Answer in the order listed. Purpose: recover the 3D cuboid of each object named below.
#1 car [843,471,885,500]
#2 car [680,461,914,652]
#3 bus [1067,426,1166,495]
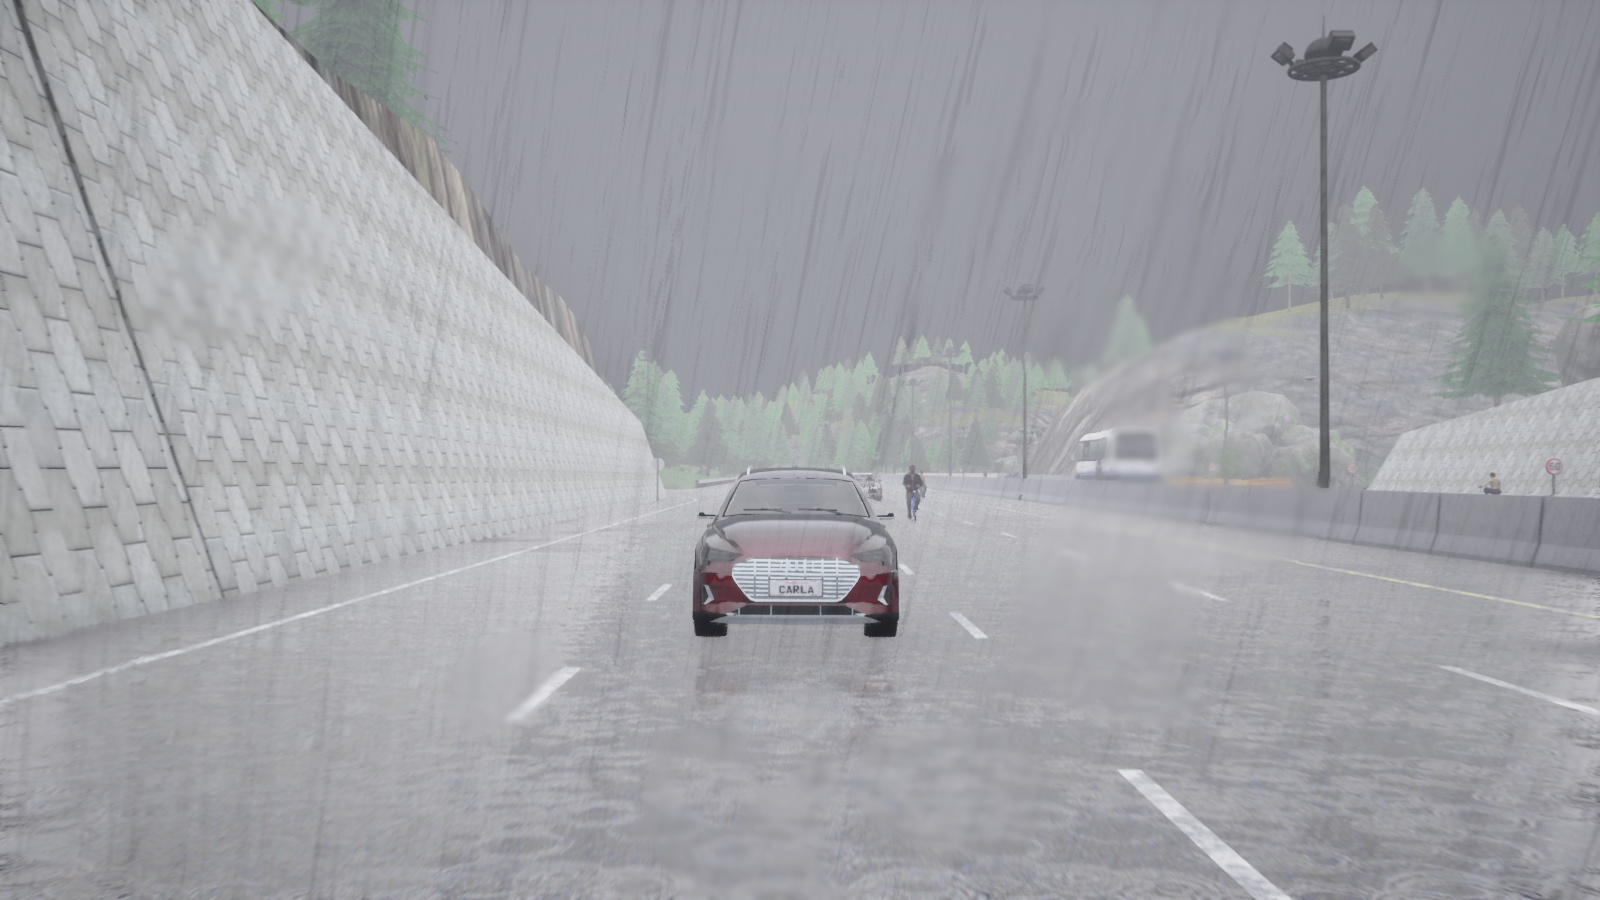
[{"bbox_3d":[3.339,1.875,66.243,1.970,1.475,3.806,0,-1,0],"label":"car"},{"bbox_3d":[-0.033,0.969,13.385,2.033,1.649,4.856,0,-1,0],"label":"car"},{"bbox_3d":[20.792,0.749,83.261,3.944,4.253,10.273,0,-1,0],"label":"bus"}]
